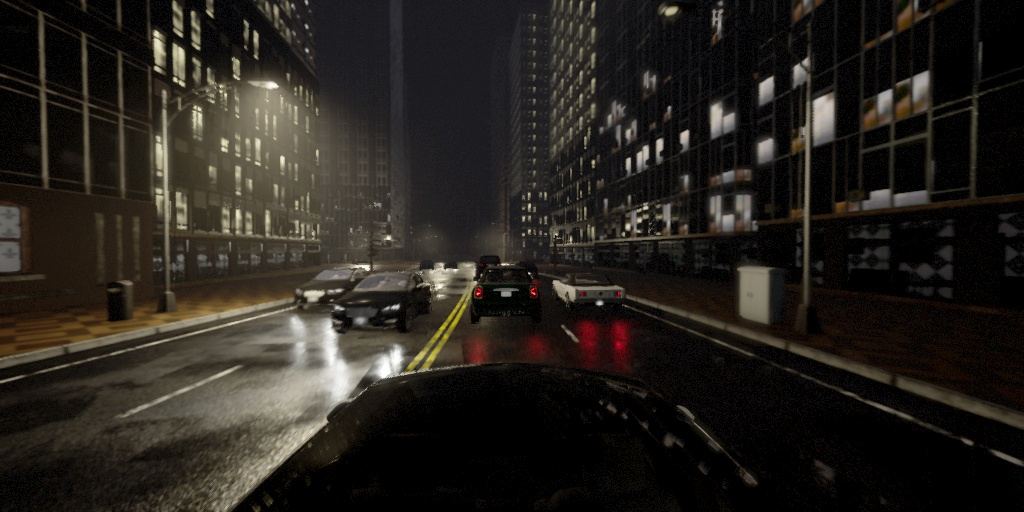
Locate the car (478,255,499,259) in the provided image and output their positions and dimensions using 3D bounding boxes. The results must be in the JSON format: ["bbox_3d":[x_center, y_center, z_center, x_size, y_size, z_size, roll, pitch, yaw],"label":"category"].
[{"bbox_3d":[-2.166,0.944,32.512,2.150,2.045,5.566,0,0,-8],"label":"car"}]

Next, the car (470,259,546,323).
[{"bbox_3d":[-0.263,1.095,12.309,2.097,1.767,4.553,0,0,-3],"label":"car"}]

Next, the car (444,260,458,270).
[{"bbox_3d":[-9.054,1.279,53.396,1.994,1.385,4.181,0,0,-9],"label":"car"}]

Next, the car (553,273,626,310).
[{"bbox_3d":[2.896,1.333,14.563,1.895,1.301,4.718,0,0,-3],"label":"car"}]

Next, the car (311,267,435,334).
[{"bbox_3d":[-3.635,1.245,10.798,2.128,1.511,4.902,0,0,-3],"label":"car"}]

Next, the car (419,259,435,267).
[{"bbox_3d":[-11.770,1.213,49.957,1.882,1.535,5.008,0,0,-9],"label":"car"}]

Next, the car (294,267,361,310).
[{"bbox_3d":[-7.114,1.252,14.983,2.128,1.511,4.902,0,0,-4],"label":"car"}]
